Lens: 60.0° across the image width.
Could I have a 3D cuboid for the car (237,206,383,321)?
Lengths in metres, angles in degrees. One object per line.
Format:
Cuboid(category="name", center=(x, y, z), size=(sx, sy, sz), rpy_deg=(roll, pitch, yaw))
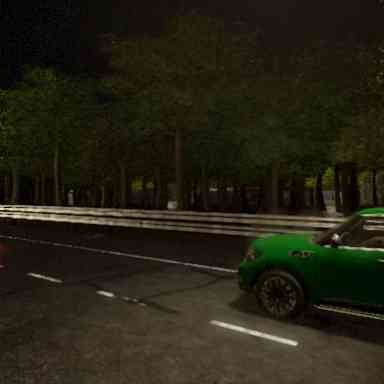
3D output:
Cuboid(category="car", center=(3.546, 1.223, 5.637), size=(5.566, 2.045, 2.150), rpy_deg=(0, 0, 36))
